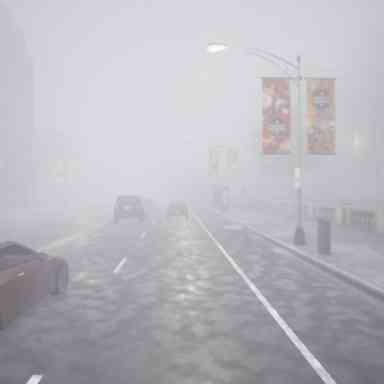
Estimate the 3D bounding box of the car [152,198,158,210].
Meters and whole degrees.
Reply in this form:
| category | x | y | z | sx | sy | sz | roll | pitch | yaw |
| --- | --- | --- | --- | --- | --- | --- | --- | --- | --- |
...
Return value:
| category | x | y | z | sx | sy | sz | roll | pitch | yaw |
| --- | --- | --- | --- | --- | --- | --- | --- | --- | --- |
| car | -5.458 | 1.498 | 42.078 | 1.837 | 1.490 | 4.892 | 0 | 0 | -3 |

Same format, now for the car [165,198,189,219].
| category | x | y | z | sx | sy | sz | roll | pitch | yaw |
| --- | --- | --- | --- | --- | --- | --- | --- | --- | --- |
| car | -1.311 | 1.472 | 29.244 | 2.128 | 1.511 | 4.902 | 0 | 0 | -3 |

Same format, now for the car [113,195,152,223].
| category | x | y | z | sx | sy | sz | roll | pitch | yaw |
| --- | --- | --- | --- | --- | --- | --- | --- | --- | --- |
| car | -4.636 | 1.228 | 25.757 | 2.150 | 2.045 | 5.566 | 0 | 0 | -3 |

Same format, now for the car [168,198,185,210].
| category | x | y | z | sx | sy | sz | roll | pitch | yaw |
| --- | --- | --- | --- | --- | --- | --- | --- | --- | --- |
| car | -2.051 | 1.518 | 44.012 | 2.033 | 1.411 | 5.357 | 0 | 0 | -3 |

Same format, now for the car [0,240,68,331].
| category | x | y | z | sx | sy | sz | roll | pitch | yaw |
| --- | --- | --- | --- | --- | --- | --- | --- | --- | --- |
| car | -3.693 | 1.543 | 5.740 | 1.812 | 1.442 | 4.674 | 0 | 0 | -2 |
